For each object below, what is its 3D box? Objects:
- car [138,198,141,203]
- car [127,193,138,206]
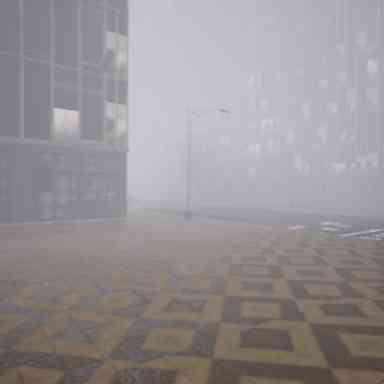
[{"bbox_3d":[-8.917,0.862,44.825,2.033,1.411,5.357,0,1,-38],"label":"car"},{"bbox_3d":[-8.751,0.742,39.320,2.097,1.767,4.553,0,1,-38],"label":"car"}]
